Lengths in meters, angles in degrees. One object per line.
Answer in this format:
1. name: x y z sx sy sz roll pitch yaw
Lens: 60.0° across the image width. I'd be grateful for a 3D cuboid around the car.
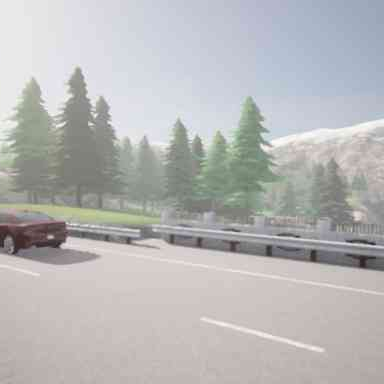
1. car: -7.080 1.462 13.345 5.008 1.535 1.882 0 0 36
